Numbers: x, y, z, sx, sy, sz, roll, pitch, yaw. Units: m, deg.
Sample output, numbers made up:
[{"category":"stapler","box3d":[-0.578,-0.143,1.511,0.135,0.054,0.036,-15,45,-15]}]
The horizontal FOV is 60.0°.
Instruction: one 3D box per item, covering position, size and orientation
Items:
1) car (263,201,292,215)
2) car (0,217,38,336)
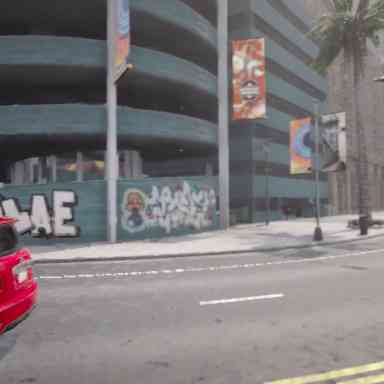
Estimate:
[{"category":"car","box3d":[11.923,2.214,46.379,2.435,2.045,5.566,-2,-2,42]},{"category":"car","box3d":[-5.261,1.394,4.792,5.566,2.045,2.150,0,-1,-7]}]
